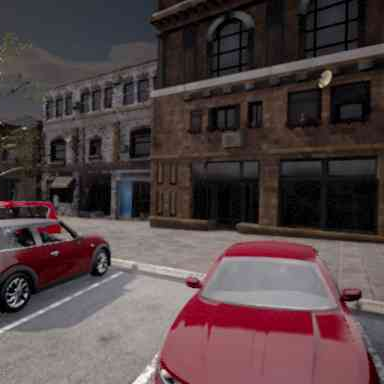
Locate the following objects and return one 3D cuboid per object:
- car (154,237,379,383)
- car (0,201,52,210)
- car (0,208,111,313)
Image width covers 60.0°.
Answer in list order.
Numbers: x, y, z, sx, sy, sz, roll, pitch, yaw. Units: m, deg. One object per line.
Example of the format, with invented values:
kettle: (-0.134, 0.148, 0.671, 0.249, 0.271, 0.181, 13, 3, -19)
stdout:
car: (1.078, 1.498, 4.648, 2.097, 1.535, 5.008, 0, -1, 16)
car: (-6.280, 1.318, 9.858, 2.435, 2.045, 5.566, 0, -1, 15)
car: (-3.843, 1.420, 8.114, 2.185, 1.767, 4.553, 0, -1, 15)
